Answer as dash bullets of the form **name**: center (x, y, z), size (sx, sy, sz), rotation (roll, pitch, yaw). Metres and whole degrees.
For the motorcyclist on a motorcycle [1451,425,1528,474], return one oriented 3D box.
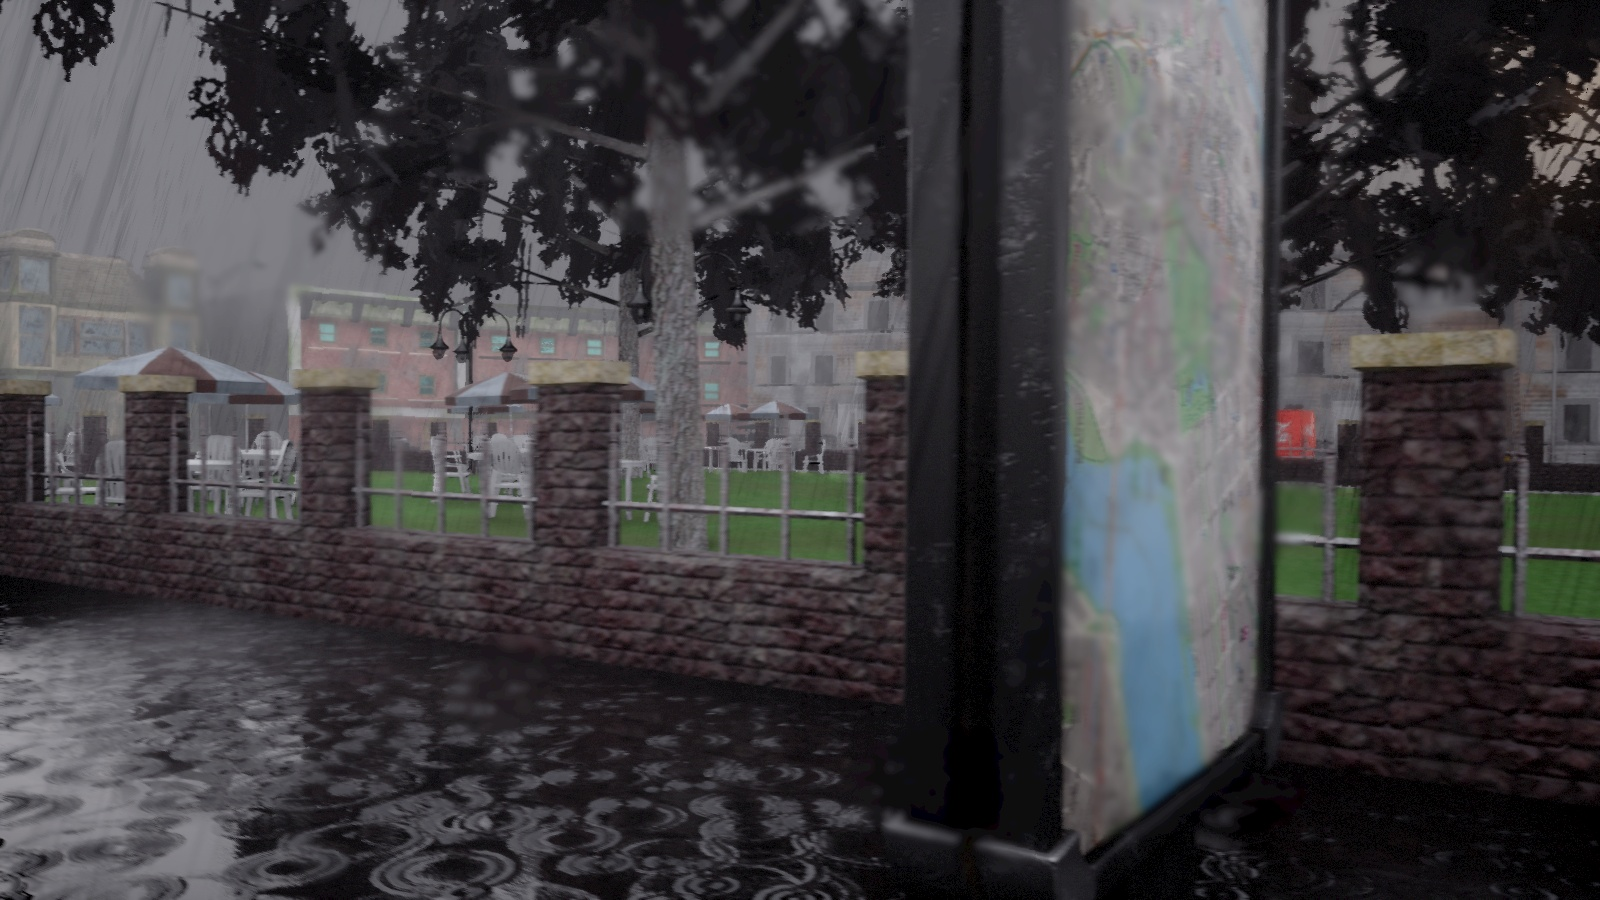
- **motorcyclist on a motorcycle**: center (21.621, -0.020, 39.403), size (2.044, 1.523, 0.797), rotation (0, 1, 34)

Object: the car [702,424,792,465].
- **car**: center (-2.523, -0.266, 59.921), size (3.866, 1.878, 1.905), rotation (0, 1, 27)

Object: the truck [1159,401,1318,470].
- **truck**: center (16.579, -0.554, 47.531), size (5.204, 2.467, 2.627), rotation (0, 1, 34)
